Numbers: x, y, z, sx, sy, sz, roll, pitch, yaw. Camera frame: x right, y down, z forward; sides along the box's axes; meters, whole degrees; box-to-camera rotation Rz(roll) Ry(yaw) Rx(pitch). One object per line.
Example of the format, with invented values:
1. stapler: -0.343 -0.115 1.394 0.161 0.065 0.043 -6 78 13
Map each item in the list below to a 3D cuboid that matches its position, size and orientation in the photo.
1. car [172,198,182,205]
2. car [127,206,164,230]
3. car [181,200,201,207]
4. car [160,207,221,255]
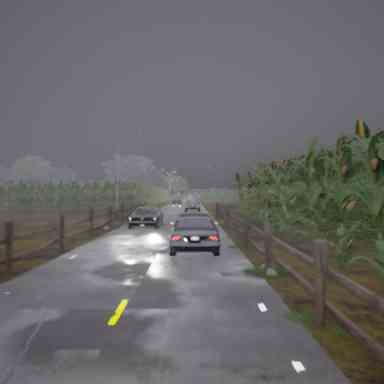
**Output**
1. car: -2.791 1.744 62.644 2.033 1.411 5.357 0 0 1
2. car: -2.858 1.619 21.325 1.895 1.301 4.718 0 0 0
3. car: 0.083 1.621 40.082 2.033 1.411 5.357 0 0 0
4. car: 0.095 1.556 13.277 2.033 1.411 5.357 0 0 0
